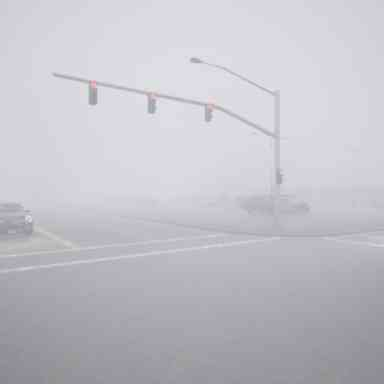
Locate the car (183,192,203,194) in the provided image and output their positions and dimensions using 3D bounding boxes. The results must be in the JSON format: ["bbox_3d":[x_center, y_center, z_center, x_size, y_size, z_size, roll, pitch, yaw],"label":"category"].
[{"bbox_3d":[0.073,1.328,65.358,1.784,1.438,3.905,0,0,-35],"label":"car"}]

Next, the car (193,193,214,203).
[{"bbox_3d":[2.245,1.115,66.936,1.932,1.855,4.605,0,0,-35],"label":"car"}]

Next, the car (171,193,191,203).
[{"bbox_3d":[-2.301,1.363,63.702,1.970,1.475,3.806,0,0,-35],"label":"car"}]

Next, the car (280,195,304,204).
[{"bbox_3d":[17.829,1.316,59.369,1.784,1.438,3.905,0,0,-35],"label":"car"}]

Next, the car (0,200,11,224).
[{"bbox_3d":[-15.221,1.478,25.353,1.882,1.535,5.008,0,0,-35],"label":"car"}]

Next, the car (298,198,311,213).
[{"bbox_3d":[9.394,1.131,32.146,1.905,1.878,3.866,0,0,-35],"label":"car"}]

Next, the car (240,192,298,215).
[{"bbox_3d":[6.990,1.131,30.534,1.932,1.855,4.605,0,0,-35],"label":"car"}]

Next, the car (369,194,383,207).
[{"bbox_3d":[25.463,1.110,43.409,1.905,1.878,3.866,0,0,-35],"label":"car"}]

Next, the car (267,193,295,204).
[{"bbox_3d":[15.418,1.108,57.763,1.932,1.855,4.605,0,0,-35],"label":"car"}]

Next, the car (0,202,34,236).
[{"bbox_3d":[-9.966,1.351,17.881,2.097,1.767,4.553,0,0,-35],"label":"car"}]

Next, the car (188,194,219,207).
[{"bbox_3d":[1.614,1.368,48.017,1.970,1.475,3.806,0,0,-35],"label":"car"}]
